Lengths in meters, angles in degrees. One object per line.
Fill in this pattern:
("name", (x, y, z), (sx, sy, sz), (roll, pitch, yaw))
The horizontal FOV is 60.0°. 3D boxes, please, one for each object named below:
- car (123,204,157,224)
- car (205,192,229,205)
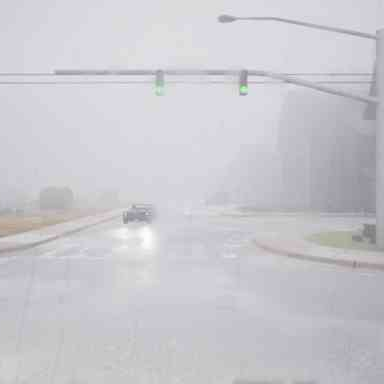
("car", (-3.679, 1.523, 24.023), (1.895, 1.301, 4.718), (0, 0, 0))
("car", (3.945, 0.994, 52.638), (1.905, 1.878, 3.866), (-8, 4, -42))
